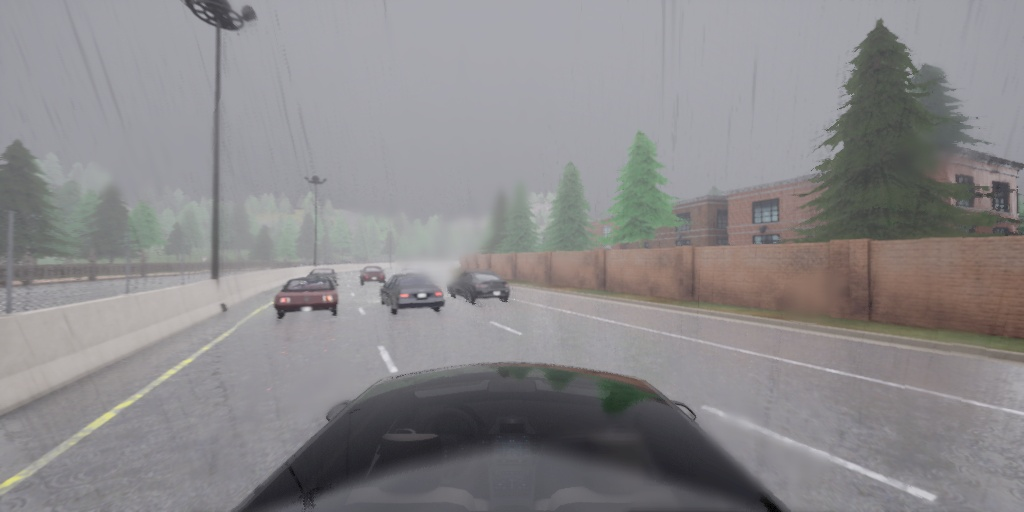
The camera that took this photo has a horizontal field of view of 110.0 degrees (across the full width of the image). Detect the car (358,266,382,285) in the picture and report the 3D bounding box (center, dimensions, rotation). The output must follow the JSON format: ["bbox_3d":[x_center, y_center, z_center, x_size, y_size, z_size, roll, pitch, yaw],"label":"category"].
[{"bbox_3d":[-11.364,1.535,29.287,1.812,1.442,4.674,0,0,-24],"label":"car"}]

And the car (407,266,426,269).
[{"bbox_3d":[-8.228,1.553,30.846,1.812,1.442,4.674,0,0,-24],"label":"car"}]

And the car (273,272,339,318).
[{"bbox_3d":[-7.639,1.461,13.675,1.895,1.301,4.718,0,-1,-26],"label":"car"}]

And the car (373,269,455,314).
[{"bbox_3d":[-4.185,1.420,14.567,2.033,1.411,5.357,0,-1,-26],"label":"car"}]

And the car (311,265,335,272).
[{"bbox_3d":[-14.253,1.587,27.145,1.895,1.301,4.718,0,-1,-24],"label":"car"}]

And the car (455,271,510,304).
[{"bbox_3d":[-1.650,1.427,17.369,1.812,1.442,4.674,0,0,-26],"label":"car"}]
